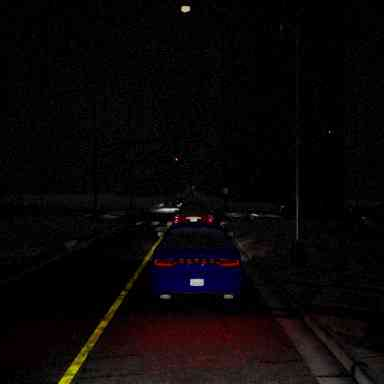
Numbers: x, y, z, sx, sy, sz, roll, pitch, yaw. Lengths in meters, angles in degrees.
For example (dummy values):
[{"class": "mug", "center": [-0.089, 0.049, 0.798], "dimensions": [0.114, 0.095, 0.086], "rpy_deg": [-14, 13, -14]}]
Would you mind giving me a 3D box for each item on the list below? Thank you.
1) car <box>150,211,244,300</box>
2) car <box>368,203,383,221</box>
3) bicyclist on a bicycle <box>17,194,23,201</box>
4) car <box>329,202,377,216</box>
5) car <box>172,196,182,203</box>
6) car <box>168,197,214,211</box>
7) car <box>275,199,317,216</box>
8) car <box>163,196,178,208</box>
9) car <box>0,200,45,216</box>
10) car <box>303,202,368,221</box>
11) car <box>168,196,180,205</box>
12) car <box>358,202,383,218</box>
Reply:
[{"class": "car", "center": [0.095, 1.477, 8.461], "dimensions": [1.882, 1.535, 5.008], "rpy_deg": [0, 0, 0]}, {"class": "car", "center": [17.929, 1.823, 28.311], "dimensions": [4.829, 1.417, 1.752], "rpy_deg": [1, -1, 0]}, {"class": "bicyclist on a bicycle", "center": [-20.523, 1.029, 39.675], "dimensions": [0.582, 1.620, 1.656], "rpy_deg": [1, 0, 0]}, {"class": "car", "center": [17.762, 1.841, 36.835], "dimensions": [4.403, 1.369, 2.008], "rpy_deg": [1, -1, 0]}, {"class": "car", "center": [-3.053, 1.600, 69.196], "dimensions": [1.895, 1.301, 4.718], "rpy_deg": [0, 0, 0]}, {"class": "car", "center": [0.108, 1.351, 17.615], "dimensions": [2.097, 1.767, 4.553], "rpy_deg": [0, 0, 1]}, {"class": "car", "center": [10.930, 1.538, 34.155], "dimensions": [4.553, 1.767, 2.097], "rpy_deg": [1, 0, 0]}, {"class": "car", "center": [-3.138, 1.490, 48.744], "dimensions": [2.128, 1.511, 4.902], "rpy_deg": [0, 0, -2]}, {"class": "car", "center": [-14.792, 1.366, 28.194], "dimensions": [4.403, 1.369, 2.008], "rpy_deg": [1, -1, 0]}, {"class": "car", "center": [12.116, 1.774, 28.307], "dimensions": [4.313, 1.339, 1.947], "rpy_deg": [1, -1, 0]}, {"class": "car", "center": [-3.123, 1.504, 58.983], "dimensions": [1.837, 1.490, 4.892], "rpy_deg": [0, 0, 0]}, {"class": "car", "center": [19.896, 1.851, 34.163], "dimensions": [4.674, 1.442, 1.812], "rpy_deg": [1, 0, 0]}]
